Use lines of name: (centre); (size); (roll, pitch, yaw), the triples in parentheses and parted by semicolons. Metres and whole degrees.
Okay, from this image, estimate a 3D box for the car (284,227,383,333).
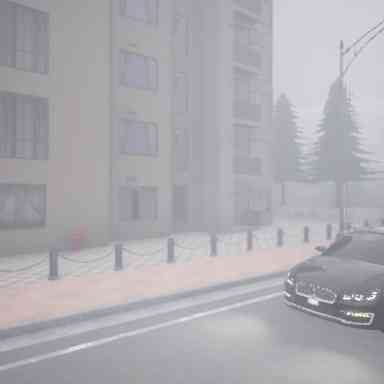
car: (3.941, 1.534, 6.838); (4.892, 1.490, 1.837); (0, 0, -36)
